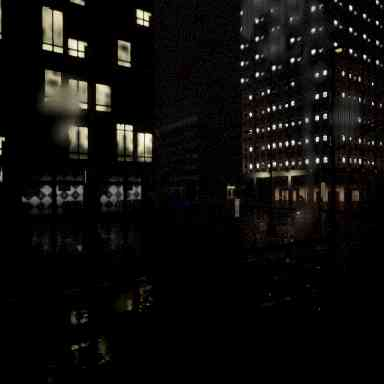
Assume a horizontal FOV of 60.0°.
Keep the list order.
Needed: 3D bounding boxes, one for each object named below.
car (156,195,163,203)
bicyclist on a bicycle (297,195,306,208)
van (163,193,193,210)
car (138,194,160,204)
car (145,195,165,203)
[{"bbox_3d":[-3.888,1.047,58.703,2.192,1.841,5.009,0,0,-34],"label":"car"},{"bbox_3d":[12.912,1.130,39.209,1.656,1.620,0.582,-1,1,-34],"label":"bicyclist on a bicycle"},{"bbox_3d":[-1.479,1.218,40.249,1.690,1.788,3.998,0,0,-34],"label":"van"},{"bbox_3d":[-7.822,1.215,59.872,1.882,1.535,5.008,-1,1,-34],"label":"car"},{"bbox_3d":[-7.001,1.250,63.286,1.887,1.381,4.507,0,0,-34],"label":"car"}]
